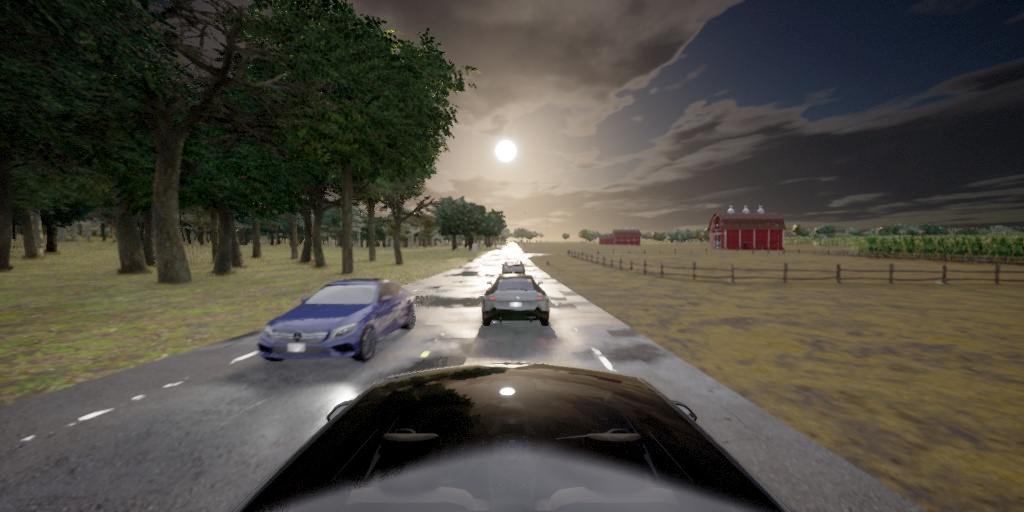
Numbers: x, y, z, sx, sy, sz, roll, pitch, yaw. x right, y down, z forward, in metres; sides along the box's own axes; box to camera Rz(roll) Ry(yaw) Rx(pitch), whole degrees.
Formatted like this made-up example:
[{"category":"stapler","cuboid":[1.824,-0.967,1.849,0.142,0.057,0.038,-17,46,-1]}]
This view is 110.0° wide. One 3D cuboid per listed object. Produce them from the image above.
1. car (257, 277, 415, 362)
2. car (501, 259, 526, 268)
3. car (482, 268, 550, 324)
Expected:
[{"category":"car","cuboid":[-3.589,1.256,8.302,1.812,1.442,4.674,0,0,0]},{"category":"car","cuboid":[0.111,1.020,29.285,2.128,1.511,4.902,0,1,0]},{"category":"car","cuboid":[0.105,1.272,11.746,1.994,1.385,4.181,0,0,0]}]
